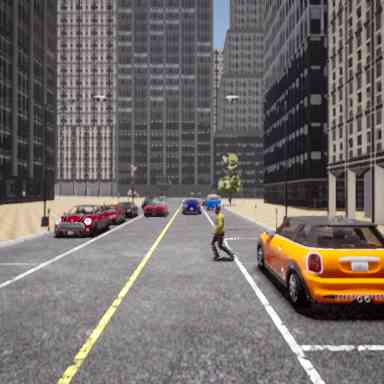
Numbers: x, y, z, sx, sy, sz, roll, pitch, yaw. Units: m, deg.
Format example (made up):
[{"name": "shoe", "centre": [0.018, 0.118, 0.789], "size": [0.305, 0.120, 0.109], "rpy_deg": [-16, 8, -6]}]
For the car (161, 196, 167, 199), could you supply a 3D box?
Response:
[{"name": "car", "centre": [-6.023, 1.418, 68.490], "size": [2.008, 1.369, 4.403], "rpy_deg": [1, 0, 0]}]

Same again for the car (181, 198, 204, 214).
[{"name": "car", "centre": [-0.025, 1.463, 34.159], "size": [1.812, 1.442, 4.674], "rpy_deg": [0, 0, 0]}]

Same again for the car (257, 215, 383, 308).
[{"name": "car", "centre": [2.976, 1.337, 8.038], "size": [2.097, 1.767, 4.553], "rpy_deg": [0, 0, 0]}]

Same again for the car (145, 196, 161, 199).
[{"name": "car", "centre": [-5.824, 1.480, 45.922], "size": [1.947, 1.339, 4.313], "rpy_deg": [1, 0, 0]}]

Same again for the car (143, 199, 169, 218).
[{"name": "car", "centre": [-3.193, 1.545, 29.994], "size": [1.895, 1.301, 4.718], "rpy_deg": [0, 0, 0]}]

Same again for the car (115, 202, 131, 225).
[{"name": "car", "centre": [-5.754, 1.539, 23.351], "size": [1.802, 1.307, 4.206], "rpy_deg": [1, 0, 0]}]

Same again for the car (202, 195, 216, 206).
[{"name": "car", "centre": [2.541, 1.343, 51.581], "size": [1.967, 1.590, 4.097], "rpy_deg": [1, 0, 0]}]

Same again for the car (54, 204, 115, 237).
[{"name": "car", "centre": [-5.735, 1.408, 17.709], "size": [1.967, 1.590, 4.097], "rpy_deg": [1, 0, 0]}]

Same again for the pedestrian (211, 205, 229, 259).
[{"name": "pedestrian", "centre": [0.896, 1.274, 10.847], "size": [0.375, 1.860, 0.375], "rpy_deg": [1, 0, 0]}]

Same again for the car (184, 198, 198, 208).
[{"name": "car", "centre": [-0.094, 1.513, 46.721], "size": [1.895, 1.301, 4.718], "rpy_deg": [0, 0, 0]}]

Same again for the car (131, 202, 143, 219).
[{"name": "car", "centre": [-5.772, 1.513, 28.994], "size": [1.947, 1.339, 4.313], "rpy_deg": [1, 0, 0]}]

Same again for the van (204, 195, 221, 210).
[{"name": "van", "centre": [2.577, 1.266, 40.299], "size": [1.690, 1.788, 3.998], "rpy_deg": [1, 0, 0]}]
